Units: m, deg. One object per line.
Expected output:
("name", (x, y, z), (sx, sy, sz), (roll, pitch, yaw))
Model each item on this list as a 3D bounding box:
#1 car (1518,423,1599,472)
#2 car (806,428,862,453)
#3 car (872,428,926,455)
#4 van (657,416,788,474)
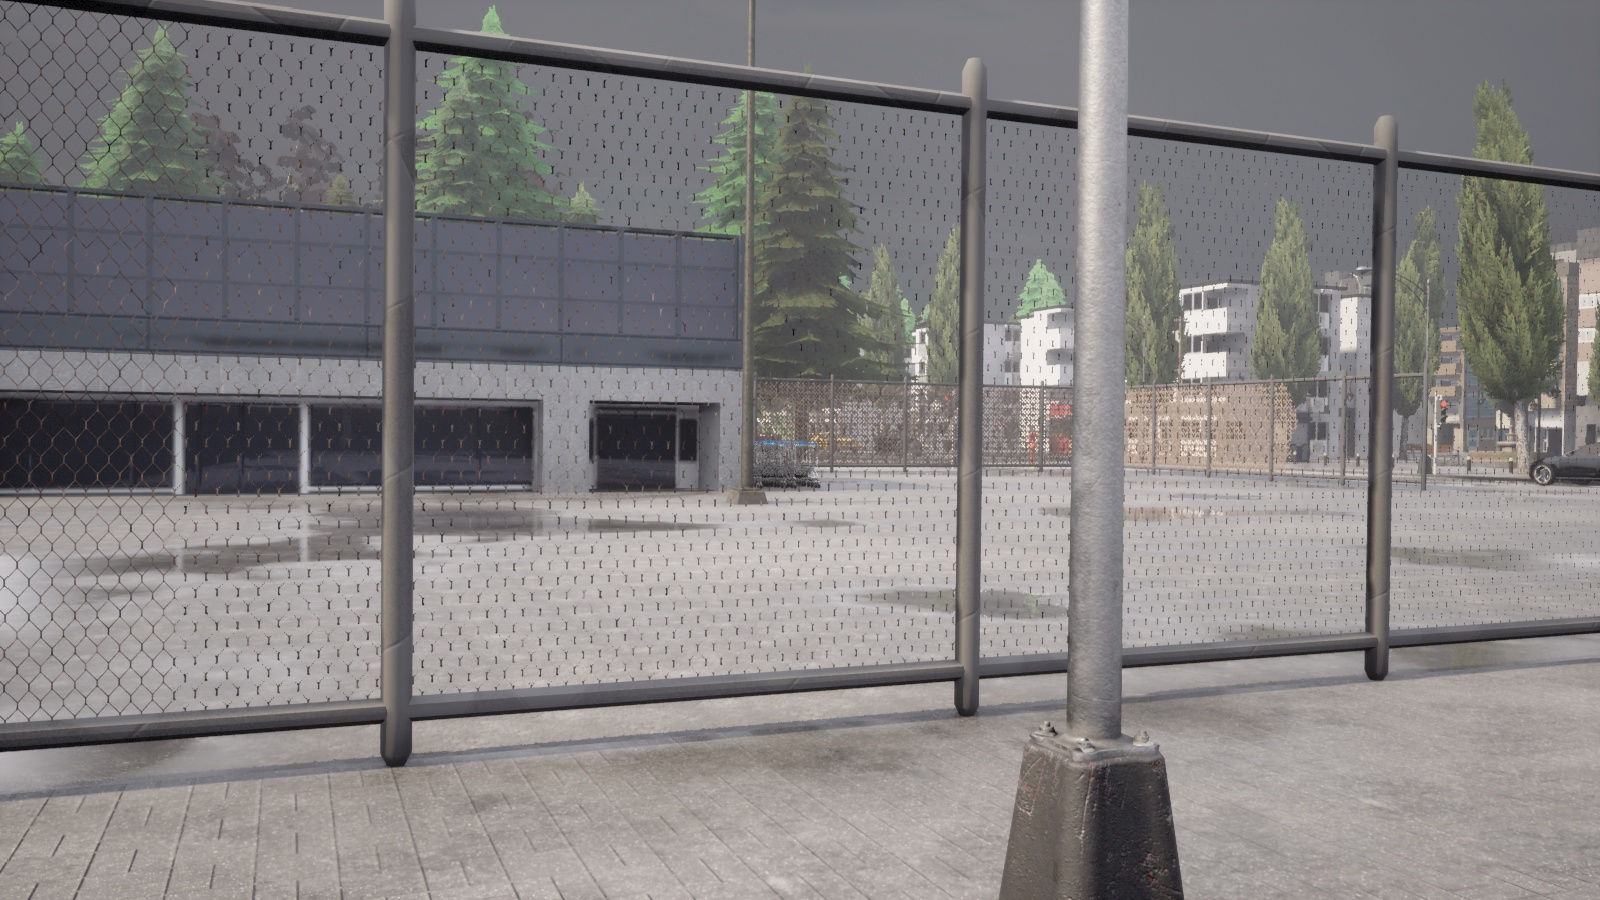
("car", (25.242, -0.109, 39.003), (2.163, 1.488, 4.792), (-1, 1, -22))
("car", (2.260, -0.666, 84.730), (1.801, 1.575, 5.366), (-1, 1, -22))
("car", (5.938, -0.520, 75.749), (1.789, 1.549, 3.705), (-1, 1, -21))
("van", (-2.918, -0.215, 47.224), (4.480, 2.038, 2.069), (-1, 1, -23))
